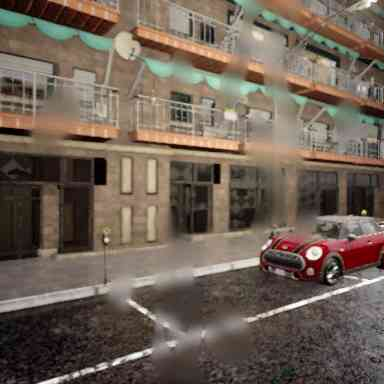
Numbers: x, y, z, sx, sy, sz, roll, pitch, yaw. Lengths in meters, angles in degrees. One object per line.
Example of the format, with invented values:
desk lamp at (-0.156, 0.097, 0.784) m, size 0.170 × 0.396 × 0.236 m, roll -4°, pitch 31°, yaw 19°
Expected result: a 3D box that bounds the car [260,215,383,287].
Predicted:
car at (3.771, 1.416, 9.243) m, size 4.097 × 1.590 × 1.967 m, roll 0°, pitch 0°, yaw -35°
